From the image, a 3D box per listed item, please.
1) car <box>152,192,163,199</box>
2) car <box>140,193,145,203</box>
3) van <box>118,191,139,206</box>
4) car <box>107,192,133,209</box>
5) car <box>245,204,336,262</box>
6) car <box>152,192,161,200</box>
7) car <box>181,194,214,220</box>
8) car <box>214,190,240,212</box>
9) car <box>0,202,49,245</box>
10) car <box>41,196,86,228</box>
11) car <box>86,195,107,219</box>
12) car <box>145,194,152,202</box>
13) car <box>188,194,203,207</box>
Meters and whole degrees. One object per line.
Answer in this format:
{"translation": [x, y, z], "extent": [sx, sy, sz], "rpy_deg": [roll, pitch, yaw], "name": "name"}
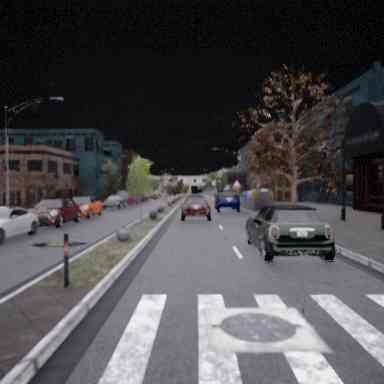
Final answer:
{"translation": [-8.341, 0.767, 81.404], "extent": [2.231, 1.521, 4.892], "rpy_deg": [0, 0, 0], "name": "car"}
{"translation": [-8.480, 1.042, 48.272], "extent": [2.002, 1.452, 4.674], "rpy_deg": [0, 0, 0], "name": "car"}
{"translation": [-8.506, 0.826, 42.627], "extent": [1.878, 1.987, 4.442], "rpy_deg": [0, 0, 0], "name": "van"}
{"translation": [-8.528, 1.105, 37.232], "extent": [2.231, 1.521, 4.892], "rpy_deg": [0, 1, 0], "name": "car"}
{"translation": [3.188, 1.201, 11.686], "extent": [2.097, 1.767, 4.553], "rpy_deg": [0, 1, 0], "name": "car"}
{"translation": [-8.388, 0.877, 70.199], "extent": [2.163, 1.488, 4.792], "rpy_deg": [0, 0, 0], "name": "car"}
{"translation": [0.293, 1.056, 24.919], "extent": [2.097, 1.767, 4.553], "rpy_deg": [0, 1, 0], "name": "car"}
{"translation": [3.354, 0.819, 32.470], "extent": [2.150, 2.045, 5.566], "rpy_deg": [0, 1, 0], "name": "car"}
{"translation": [-8.619, 1.405, 15.020], "extent": [2.002, 1.452, 4.674], "rpy_deg": [0, 1, 0], "name": "car"}
{"translation": [-8.597, 1.166, 20.694], "extent": [2.185, 1.767, 4.553], "rpy_deg": [0, 1, 0], "name": "car"}
{"translation": [-8.574, 1.100, 26.214], "extent": [2.185, 1.767, 4.553], "rpy_deg": [0, 1, 0], "name": "car"}
{"translation": [-8.460, 0.708, 53.757], "extent": [2.435, 2.045, 5.566], "rpy_deg": [0, 0, 0], "name": "car"}
{"translation": [0.441, 1.017, 42.952], "extent": [1.837, 1.490, 4.892], "rpy_deg": [0, 0, 0], "name": "car"}
